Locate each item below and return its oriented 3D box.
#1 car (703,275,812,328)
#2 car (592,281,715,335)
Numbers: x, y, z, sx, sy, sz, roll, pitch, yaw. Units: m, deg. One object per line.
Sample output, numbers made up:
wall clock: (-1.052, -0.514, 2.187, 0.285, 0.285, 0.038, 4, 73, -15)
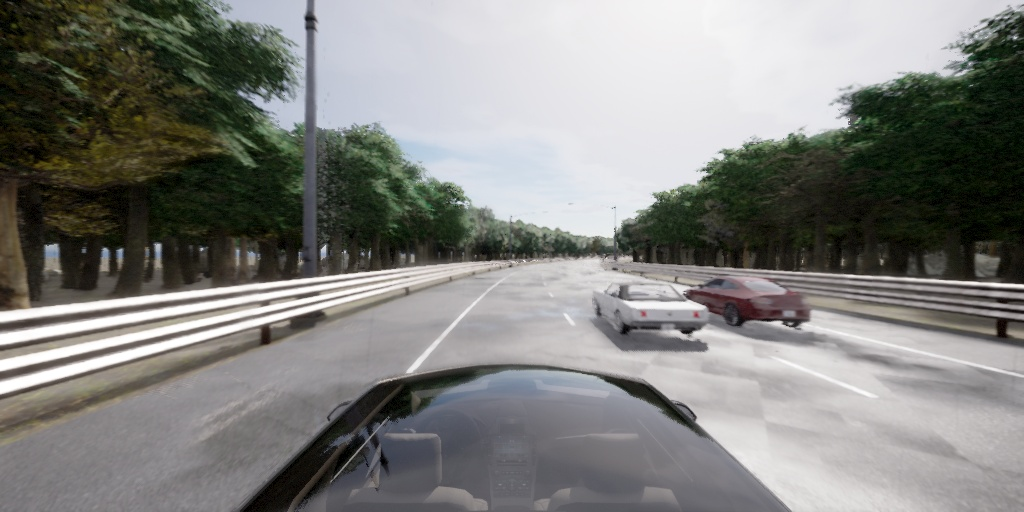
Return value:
car: (7.233, 1.334, 11.579, 1.812, 1.442, 4.674, 0, 0, 1)
car: (3.687, 1.384, 10.594, 1.895, 1.301, 4.718, 0, 0, 1)
